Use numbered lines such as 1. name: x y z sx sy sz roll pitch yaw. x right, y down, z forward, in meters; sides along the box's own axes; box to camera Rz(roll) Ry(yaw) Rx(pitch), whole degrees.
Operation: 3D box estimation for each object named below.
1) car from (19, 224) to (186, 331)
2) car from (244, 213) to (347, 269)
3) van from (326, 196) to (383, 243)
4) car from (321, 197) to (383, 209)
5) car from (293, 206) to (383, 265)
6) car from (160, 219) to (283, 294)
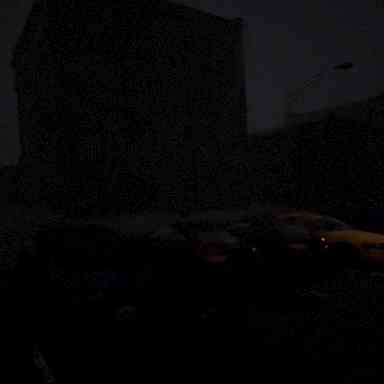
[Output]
1. car: -2.427 1.506 7.237 2.163 1.488 4.792 0 0 -36
2. car: 1.999 1.506 10.427 2.002 1.452 4.674 0 0 -36
3. van: 8.746 1.225 15.386 1.878 1.987 4.442 0 0 -36
4. car: 6.525 1.205 13.693 2.435 2.045 5.566 0 0 -36
5. car: 4.480 1.458 11.972 1.946 1.575 5.366 0 0 -36
6. car: -0.172 1.511 8.878 2.002 1.452 4.674 0 0 -35
